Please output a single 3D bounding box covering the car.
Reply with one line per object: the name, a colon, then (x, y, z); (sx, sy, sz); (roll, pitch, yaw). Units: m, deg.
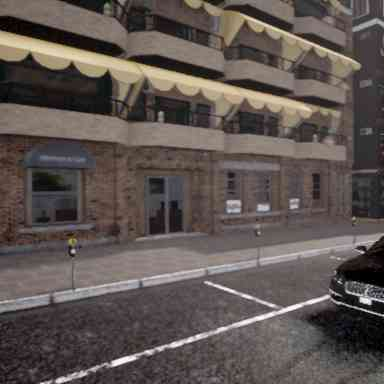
car: (4.790, 1.530, 6.787); (4.892, 1.490, 1.837); (1, 0, -35)
